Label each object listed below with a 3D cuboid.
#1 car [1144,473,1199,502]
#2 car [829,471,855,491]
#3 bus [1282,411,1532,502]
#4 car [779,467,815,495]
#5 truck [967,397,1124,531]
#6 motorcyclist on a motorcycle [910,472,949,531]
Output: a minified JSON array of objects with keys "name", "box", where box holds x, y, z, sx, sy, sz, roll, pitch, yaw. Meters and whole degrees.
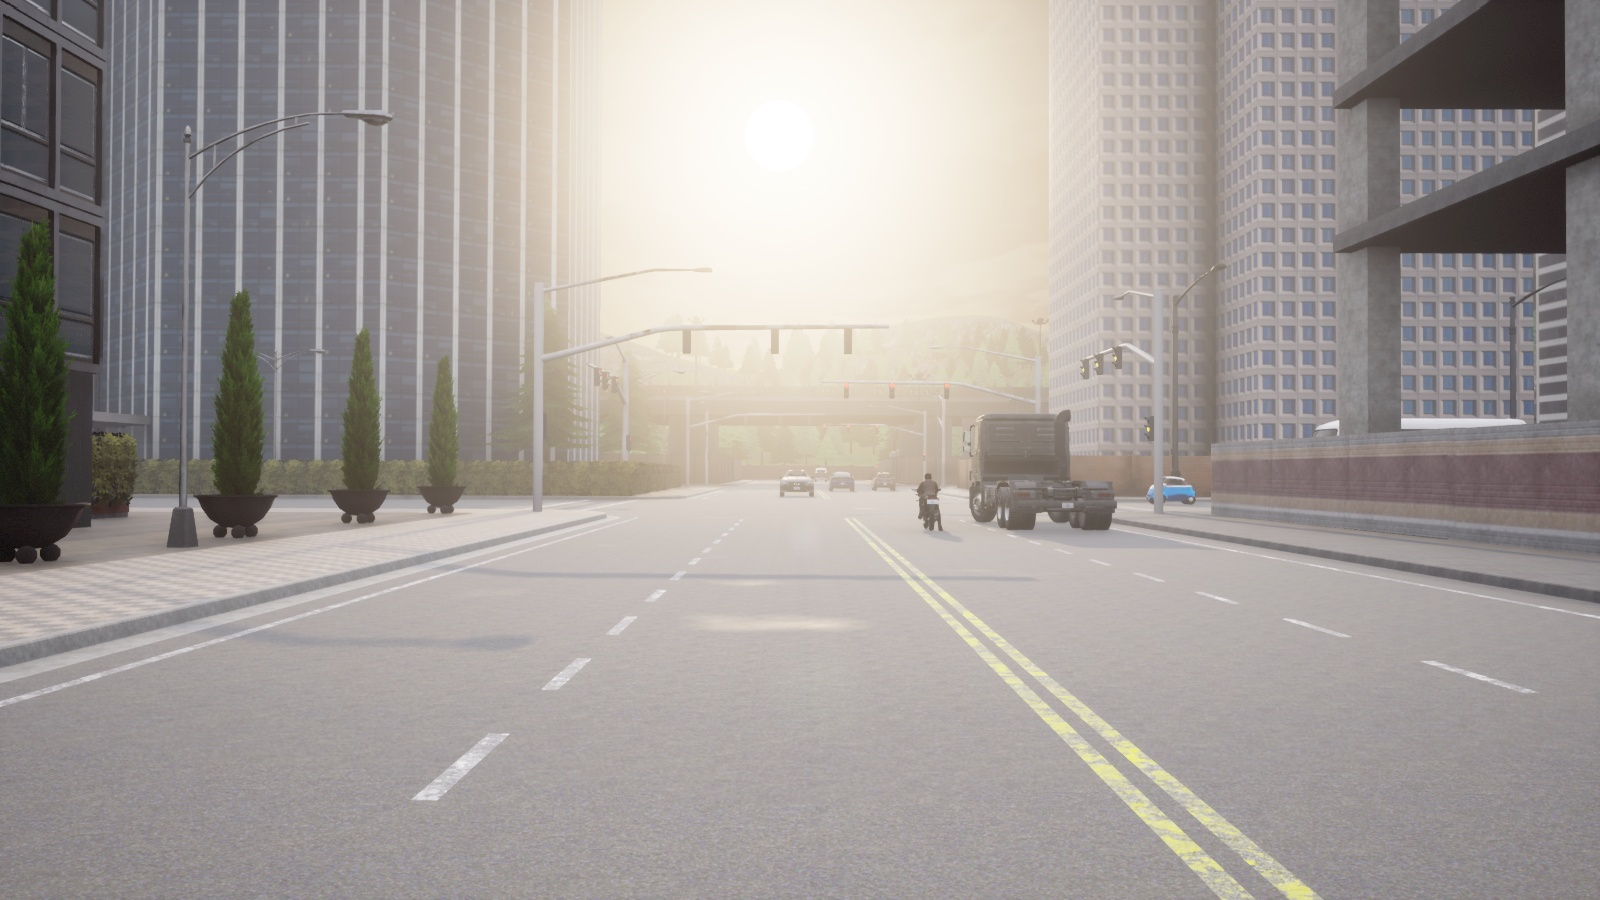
[{"name":"car","box":[18.165,1.826,61.453,2.207,1.376,1.481,0,-1,0]},{"name":"car","box":[3.270,2.425,98.267,1.882,1.535,5.008,0,-1,0]},{"name":"bus","box":[29.482,0.349,61.421,10.273,4.253,3.944,0,-1,0]},{"name":"car","box":[-0.183,1.908,78.435,2.152,1.651,5.027,0,-1,0]},{"name":"truck","box":[6.892,0.416,36.473,2.891,3.462,7.936,0,-1,-1]},{"name":"motorcyclist on a motorcycle","box":[3.422,1.341,33.314,0.797,1.523,2.044,0,-1,0]}]
